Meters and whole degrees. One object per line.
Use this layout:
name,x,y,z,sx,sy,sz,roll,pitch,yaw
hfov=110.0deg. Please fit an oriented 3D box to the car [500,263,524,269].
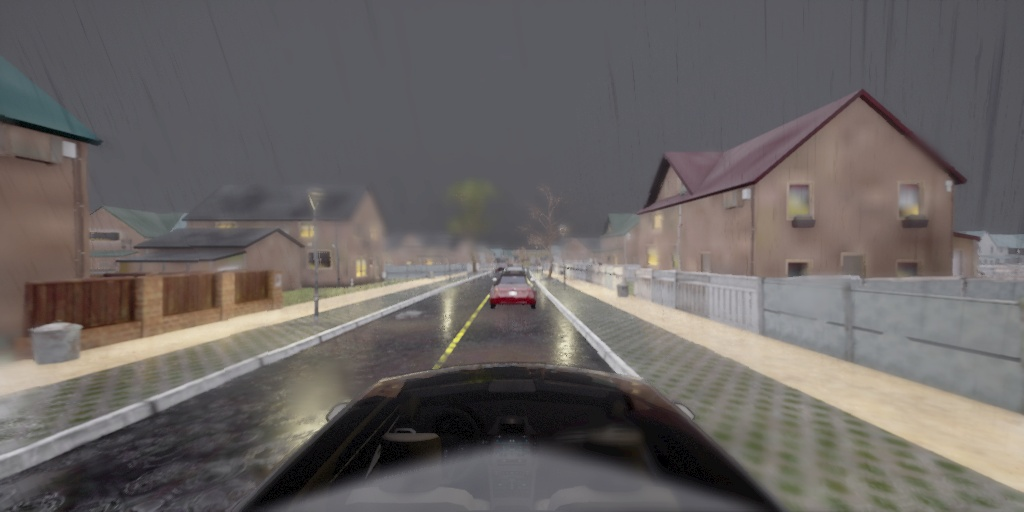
car,0.274,1.574,31.307,1.882,1.535,5.008,0,-1,1

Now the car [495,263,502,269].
car,-1.664,1.895,60.567,2.097,1.767,4.553,0,-1,2

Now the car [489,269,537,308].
car,0.063,1.469,16.128,1.994,1.385,4.181,0,-1,1
